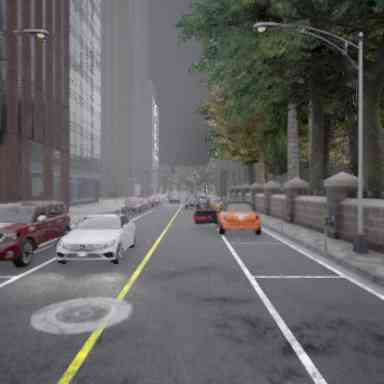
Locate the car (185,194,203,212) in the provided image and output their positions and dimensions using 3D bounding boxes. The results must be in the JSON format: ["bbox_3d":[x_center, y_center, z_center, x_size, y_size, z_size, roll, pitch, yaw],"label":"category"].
[{"bbox_3d":[0.058,1.349,42.609,2.033,1.411,5.357,0,0,0],"label":"car"}]

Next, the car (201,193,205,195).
[{"bbox_3d":[2.781,1.055,86.966,1.967,1.590,4.097,0,0,0],"label":"car"}]

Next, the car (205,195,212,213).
[{"bbox_3d":[2.771,1.344,38.797,1.752,1.417,4.829,0,0,0],"label":"car"}]

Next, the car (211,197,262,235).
[{"bbox_3d":[2.390,1.262,18.318,2.097,1.767,4.553,0,0,0],"label":"car"}]

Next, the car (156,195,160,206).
[{"bbox_3d":[-5.753,1.339,44.084,1.887,1.381,4.507,0,0,0],"label":"car"}]

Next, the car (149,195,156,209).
[{"bbox_3d":[-5.754,1.369,38.627,2.008,1.369,4.403,0,0,0],"label":"car"}]

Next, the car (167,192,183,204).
[{"bbox_3d":[-2.988,1.230,57.184,1.882,1.535,5.008,0,0,0],"label":"car"}]

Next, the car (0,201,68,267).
[{"bbox_3d":[-5.760,1.258,11.341,2.192,1.841,5.009,0,0,0],"label":"car"}]

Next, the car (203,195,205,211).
[{"bbox_3d":[2.772,1.361,44.084,1.947,1.339,4.313,0,0,0],"label":"car"}]

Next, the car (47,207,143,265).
[{"bbox_3d":[-3.086,1.467,11.649,1.812,1.442,4.674,0,0,0],"label":"car"}]

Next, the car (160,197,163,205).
[{"bbox_3d":[-5.752,1.211,49.541,1.967,1.590,4.097,0,0,0],"label":"car"}]

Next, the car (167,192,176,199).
[{"bbox_3d":[-5.744,0.908,92.404,2.192,1.841,5.009,0,0,0],"label":"car"}]

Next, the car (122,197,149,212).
[{"bbox_3d":[-5.755,1.283,33.169,1.967,1.590,4.097,0,0,0],"label":"car"}]

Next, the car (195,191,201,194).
[{"bbox_3d":[0.012,1.099,55.086,2.097,1.767,4.553,0,0,0],"label":"car"}]

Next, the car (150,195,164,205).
[{"bbox_3d":[-5.751,1.273,54.828,1.752,1.417,4.829,0,0,0],"label":"car"}]
